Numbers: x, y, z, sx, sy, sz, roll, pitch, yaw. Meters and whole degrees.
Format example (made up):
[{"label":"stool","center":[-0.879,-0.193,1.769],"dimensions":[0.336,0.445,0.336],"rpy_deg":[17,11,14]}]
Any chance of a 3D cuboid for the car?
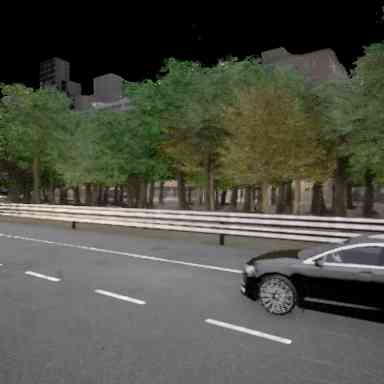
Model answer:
[{"label":"car","center":[3.234,1.499,5.861],"dimensions":[4.902,1.511,2.128],"rpy_deg":[0,0,35]}]
